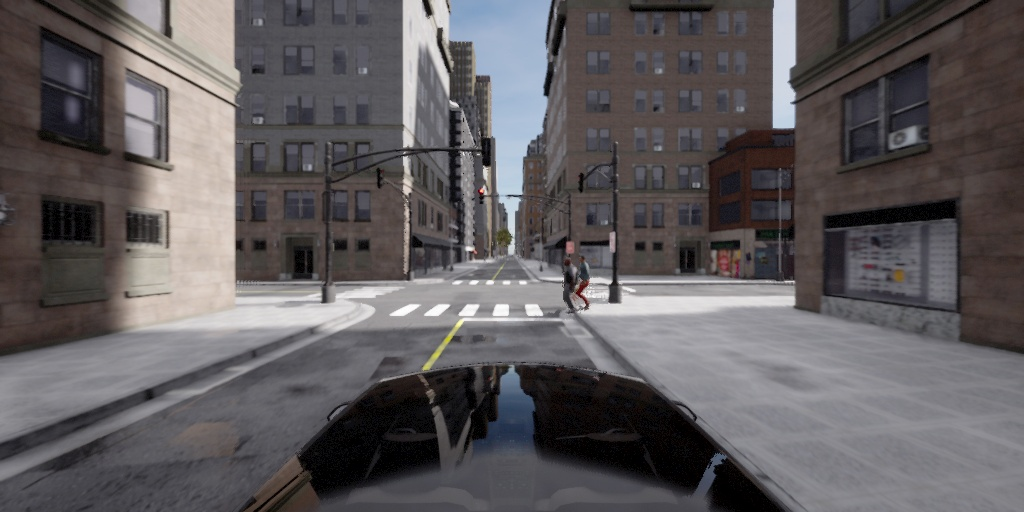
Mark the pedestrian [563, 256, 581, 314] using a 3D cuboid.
[{"bbox_3d":[1.857,0.895,11.180,0.375,1.860,0.375,0,0,0],"label":"pedestrian"}]

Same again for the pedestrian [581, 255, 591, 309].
[{"bbox_3d":[2.372,0.821,11.780,0.375,1.860,0.375,0,0,0],"label":"pedestrian"}]

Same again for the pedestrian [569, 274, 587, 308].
[{"bbox_3d":[2.270,1.193,12.382,0.500,1.100,0.500,0,0,0],"label":"pedestrian"}]
